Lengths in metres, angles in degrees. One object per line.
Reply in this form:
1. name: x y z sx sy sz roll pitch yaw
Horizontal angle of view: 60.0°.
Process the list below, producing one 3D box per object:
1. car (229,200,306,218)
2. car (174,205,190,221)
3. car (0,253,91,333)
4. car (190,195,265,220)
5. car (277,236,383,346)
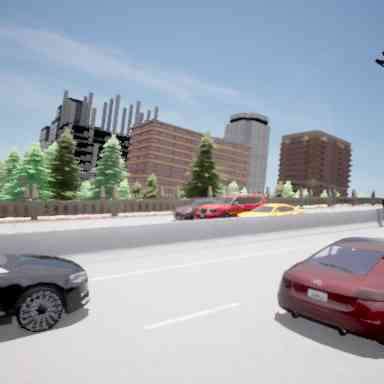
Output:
1. car: 4.916 1.469 20.394 5.008 1.535 1.882 0 0 -35
2. car: 0.842 1.343 26.086 4.553 1.767 2.097 0 0 -35
3. car: -4.108 1.487 5.134 4.902 1.511 2.128 0 0 -35
4. car: 2.929 1.212 23.275 5.566 2.045 2.150 0 0 -35
5. car: 3.570 1.558 6.297 4.181 1.385 1.994 0 0 -35
